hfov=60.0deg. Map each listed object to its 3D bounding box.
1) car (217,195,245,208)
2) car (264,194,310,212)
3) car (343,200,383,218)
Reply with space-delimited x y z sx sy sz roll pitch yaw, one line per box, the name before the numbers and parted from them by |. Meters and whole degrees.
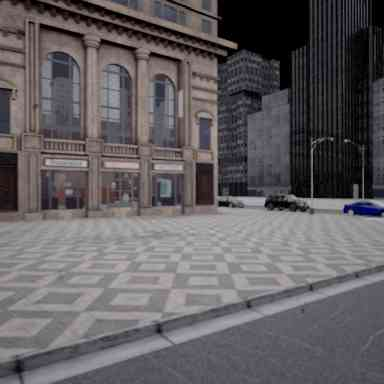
car | 5.369 1.366 47.095 2.097 1.767 4.553 0 0 -34
car | 10.944 1.263 38.833 2.150 2.045 5.566 0 0 -34
car | 16.515 1.547 30.597 1.882 1.535 5.008 0 0 -35
